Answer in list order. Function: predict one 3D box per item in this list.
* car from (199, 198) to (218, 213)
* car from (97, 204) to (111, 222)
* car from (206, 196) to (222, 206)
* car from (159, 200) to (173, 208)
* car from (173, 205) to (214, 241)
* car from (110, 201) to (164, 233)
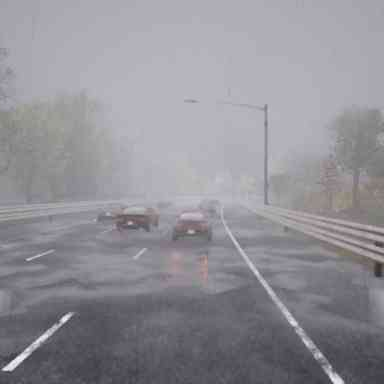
[{"bbox_3d":[1.657,1.745,38.206,1.994,1.385,4.181,0,0,5],"label":"car"},{"bbox_3d":[-6.232,1.664,27.366,1.994,1.385,4.181,0,0,4],"label":"car"},{"bbox_3d":[4.377,1.801,64.431,1.882,1.535,5.008,0,0,7],"label":"car"},{"bbox_3d":[-4.185,1.824,51.075,1.895,1.301,4.718,0,0,6],"label":"car"},{"bbox_3d":[0.099,1.601,17.034,1.812,1.442,4.674,0,0,3],"label":"car"},{"bbox_3d":[-3.196,1.557,20.526,1.882,1.535,5.008,0,0,4],"label":"car"}]
